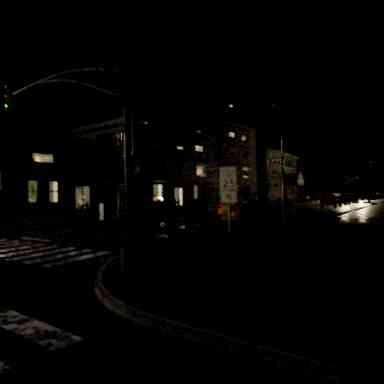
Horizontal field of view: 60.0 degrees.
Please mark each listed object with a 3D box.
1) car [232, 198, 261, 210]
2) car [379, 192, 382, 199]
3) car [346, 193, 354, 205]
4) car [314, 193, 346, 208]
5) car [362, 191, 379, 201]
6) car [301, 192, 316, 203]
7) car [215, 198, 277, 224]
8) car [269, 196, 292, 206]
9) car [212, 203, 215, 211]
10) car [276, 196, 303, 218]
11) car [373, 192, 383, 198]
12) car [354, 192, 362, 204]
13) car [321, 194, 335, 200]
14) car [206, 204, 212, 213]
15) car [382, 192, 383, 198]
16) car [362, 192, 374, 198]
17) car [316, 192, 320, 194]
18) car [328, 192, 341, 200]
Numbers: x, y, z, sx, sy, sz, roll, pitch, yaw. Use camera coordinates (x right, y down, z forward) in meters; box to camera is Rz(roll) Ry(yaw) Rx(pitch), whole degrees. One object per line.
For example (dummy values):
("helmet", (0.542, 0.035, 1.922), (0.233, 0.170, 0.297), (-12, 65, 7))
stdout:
("car", (6.667, 1.433, 40.513), (1.802, 1.307, 4.206), (-1, 0, 36))
("car", (36.241, 0.842, 66.881), (1.947, 1.339, 4.313), (-1, 0, 36))
("car", (19.952, 1.115, 44.522), (1.802, 1.307, 4.206), (-1, 0, 36))
("car", (16.693, 1.136, 40.050), (2.008, 1.369, 4.403), (-1, 0, 36))
("car", (32.978, 0.642, 62.410), (2.192, 1.841, 5.009), (-1, 0, 36))
("car", (19.597, 1.170, 58.264), (1.752, 1.417, 4.829), (-1, 0, 36))
("car", (3.762, 1.318, 22.299), (1.752, 1.417, 4.829), (-1, 0, 36))
("car", (13.183, 1.329, 49.458), (1.802, 1.307, 4.206), (-1, 0, 36))
("car", (4.028, 1.311, 27.248), (1.882, 1.535, 5.008), (-2, -1, 36))
("car", (6.920, 1.293, 26.634), (2.008, 1.369, 4.403), (-1, 0, 36))
("car", (42.581, 0.723, 75.574), (1.887, 1.381, 4.507), (-1, 0, 36))
("car", (23.207, 0.921, 48.994), (1.967, 1.590, 4.097), (-1, 0, 36))
("car", (29.471, 1.072, 71.817), (1.802, 1.307, 4.206), (-1, 0, 36))
("car", (3.308, 1.431, 35.903), (1.752, 1.417, 4.829), (-1, 0, 36))
("car", (39.498, 0.792, 71.354), (1.947, 1.339, 4.313), (-1, 0, 36))
("car", (41.855, 0.742, 79.169), (1.812, 1.442, 4.674), (-2, -1, 36))
("car", (22.951, 0.907, 62.874), (2.192, 1.841, 5.009), (-1, 0, 36))
("car", (32.727, 0.880, 76.289), (1.967, 1.590, 4.097), (-1, 0, 36))
